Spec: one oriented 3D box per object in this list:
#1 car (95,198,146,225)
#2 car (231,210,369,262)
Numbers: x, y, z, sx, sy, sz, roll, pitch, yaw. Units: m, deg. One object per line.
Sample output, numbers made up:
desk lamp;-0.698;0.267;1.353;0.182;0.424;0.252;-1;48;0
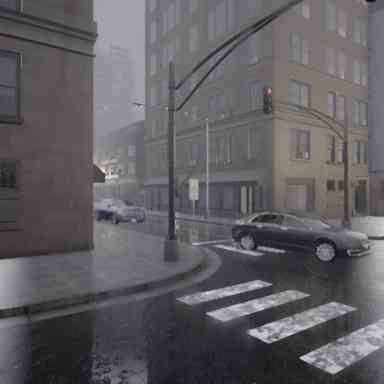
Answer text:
car;-5.021;1.235;23.115;2.097;1.767;4.553;0;0;-36
car;3.710;1.470;12.110;4.892;1.490;1.837;1;0;43
